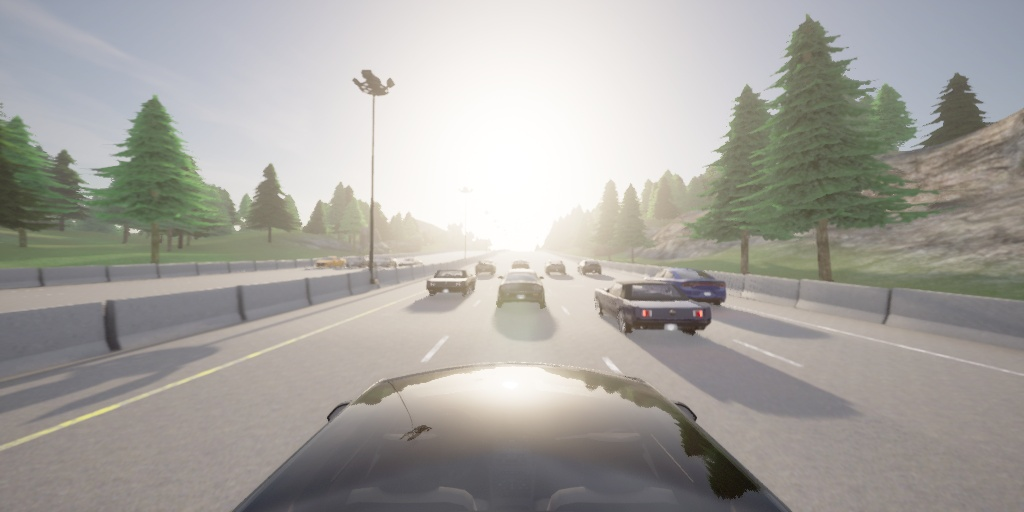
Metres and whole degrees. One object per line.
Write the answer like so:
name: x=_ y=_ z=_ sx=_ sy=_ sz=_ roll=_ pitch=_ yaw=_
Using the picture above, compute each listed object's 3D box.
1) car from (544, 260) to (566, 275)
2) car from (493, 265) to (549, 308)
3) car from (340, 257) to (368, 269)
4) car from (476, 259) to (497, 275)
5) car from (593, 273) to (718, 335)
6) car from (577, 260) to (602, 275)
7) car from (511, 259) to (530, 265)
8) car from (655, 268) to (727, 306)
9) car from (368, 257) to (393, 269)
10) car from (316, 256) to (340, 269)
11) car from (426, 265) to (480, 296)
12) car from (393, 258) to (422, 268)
car: x=4.366 y=1.106 z=36.730 sx=2.128 sy=1.511 sz=4.902 roll=0 pitch=1 yaw=1
car: x=0.380 y=1.281 z=15.206 sx=1.812 sy=1.442 sz=4.674 roll=0 pitch=0 yaw=1
car: x=-20.073 y=0.836 z=47.213 sx=2.128 sy=1.511 sz=4.902 roll=0 pitch=1 yaw=2
car: x=-2.641 y=1.075 z=36.498 sx=2.128 sy=1.511 sz=4.902 roll=0 pitch=1 yaw=1
car: x=3.787 y=1.381 z=10.651 sx=1.895 sy=1.301 sz=4.718 roll=0 pitch=0 yaw=1
car: x=7.865 y=1.138 z=36.665 sx=1.837 sy=1.490 sz=4.892 roll=0 pitch=1 yaw=1
car: x=0.897 y=1.056 z=38.132 sx=1.882 sy=1.535 sz=5.008 roll=0 pitch=1 yaw=1
car: x=7.399 y=1.267 z=15.931 sx=1.882 sy=1.535 sz=5.008 roll=0 pitch=0 yaw=1
car: x=-16.575 y=0.854 z=47.137 sx=2.128 sy=1.511 sz=4.902 roll=0 pitch=1 yaw=2
car: x=-23.583 y=0.811 z=46.811 sx=1.882 sy=1.535 sz=5.008 roll=0 pitch=1 yaw=2
car: x=-3.037 y=1.327 z=18.955 sx=1.895 sy=1.301 sz=4.718 roll=0 pitch=0 yaw=1
car: x=-13.095 y=0.937 z=46.432 sx=2.033 sy=1.411 sz=5.357 roll=0 pitch=1 yaw=2
